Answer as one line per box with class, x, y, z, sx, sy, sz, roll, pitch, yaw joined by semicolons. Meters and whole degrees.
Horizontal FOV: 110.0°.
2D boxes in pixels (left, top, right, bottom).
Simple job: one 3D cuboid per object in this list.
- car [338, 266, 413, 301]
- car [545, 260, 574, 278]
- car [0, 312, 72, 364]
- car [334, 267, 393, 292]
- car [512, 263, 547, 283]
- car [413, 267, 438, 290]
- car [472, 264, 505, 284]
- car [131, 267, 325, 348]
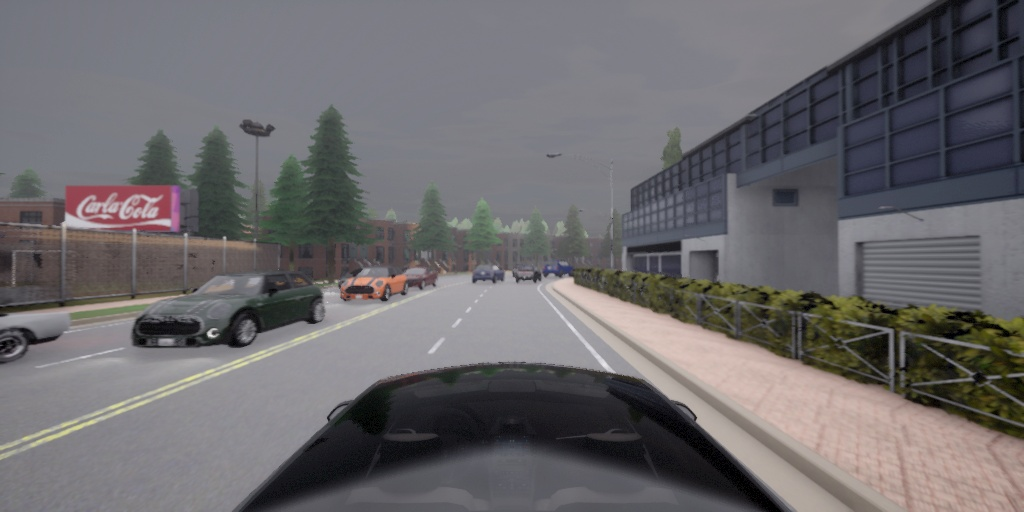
car;-6.975;1.311;18.620;2.097;1.767;4.553;0;-1;0
car;5.519;1.484;42.566;2.150;2.045;5.566;0;-1;29
car;-10.590;1.396;5.563;1.895;1.301;4.718;0;-1;0
car;-10.244;1.545;25.182;1.837;1.490;4.892;0;-1;3
car;1.590;1.628;32.659;2.128;1.511;4.902;0;-1;13
car;-6.734;1.525;25.705;1.882;1.535;5.008;0;-1;4
car;-2.027;1.483;32.291;2.097;1.767;4.553;0;-1;12
car;-7.060;1.198;9.584;2.097;1.767;4.553;0;-1;0
